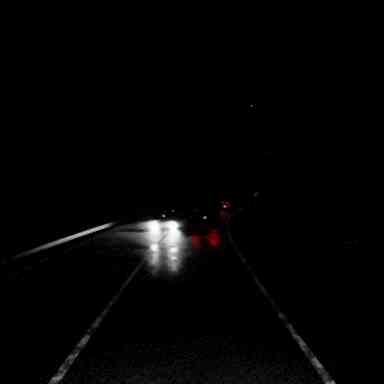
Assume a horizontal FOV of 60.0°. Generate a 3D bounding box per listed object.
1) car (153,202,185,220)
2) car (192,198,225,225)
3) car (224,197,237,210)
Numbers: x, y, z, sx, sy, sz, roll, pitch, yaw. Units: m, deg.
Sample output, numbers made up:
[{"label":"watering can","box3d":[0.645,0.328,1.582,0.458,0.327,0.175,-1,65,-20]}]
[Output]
[{"label":"car","box3d":[-1.871,1.514,27.737,1.895,1.301,4.718,1,0,8]},{"label":"car","box3d":[1.097,1.457,23.876,2.128,1.511,4.902,1,0,6]},{"label":"car","box3d":[4.531,1.435,41.529,1.837,1.490,4.892,1,0,15]}]
